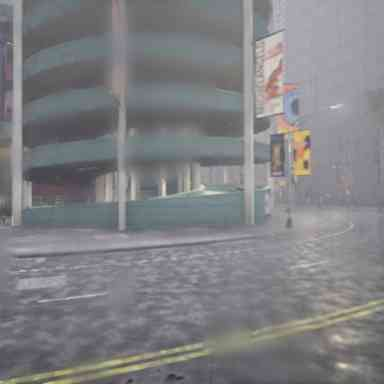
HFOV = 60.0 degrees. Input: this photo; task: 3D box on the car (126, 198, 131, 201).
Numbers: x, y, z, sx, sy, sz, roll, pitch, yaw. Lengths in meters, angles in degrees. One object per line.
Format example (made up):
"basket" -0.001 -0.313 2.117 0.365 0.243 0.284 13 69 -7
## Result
"car" -10.984 2.134 61.790 2.435 2.045 5.566 0 -1 -22
